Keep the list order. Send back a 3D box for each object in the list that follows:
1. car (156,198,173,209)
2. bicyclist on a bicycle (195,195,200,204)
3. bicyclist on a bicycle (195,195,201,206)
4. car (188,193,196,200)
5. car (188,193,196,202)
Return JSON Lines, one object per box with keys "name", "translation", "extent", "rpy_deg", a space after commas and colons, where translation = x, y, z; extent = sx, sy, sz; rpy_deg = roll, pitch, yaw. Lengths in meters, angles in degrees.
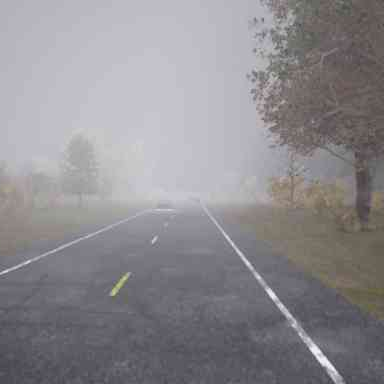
{"name": "car", "translation": [-3.585, 1.535, 44.401], "extent": [1.994, 1.385, 4.181], "rpy_deg": [0, 0, 0]}
{"name": "bicyclist on a bicycle", "translation": [0.943, 1.392, 60.461], "extent": [0.866, 1.612, 1.509], "rpy_deg": [0, 0, 0]}
{"name": "bicyclist on a bicycle", "translation": [0.966, 1.402, 51.133], "extent": [0.866, 1.612, 1.509], "rpy_deg": [0, 0, 0]}
{"name": "car", "translation": [-0.013, 1.126, 87.739], "extent": [2.097, 1.767, 4.553], "rpy_deg": [0, 0, 0]}
{"name": "car", "translation": [-0.011, 1.531, 76.548], "extent": [1.895, 1.301, 4.718], "rpy_deg": [0, 0, 0]}
